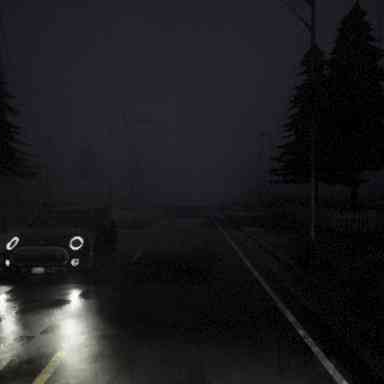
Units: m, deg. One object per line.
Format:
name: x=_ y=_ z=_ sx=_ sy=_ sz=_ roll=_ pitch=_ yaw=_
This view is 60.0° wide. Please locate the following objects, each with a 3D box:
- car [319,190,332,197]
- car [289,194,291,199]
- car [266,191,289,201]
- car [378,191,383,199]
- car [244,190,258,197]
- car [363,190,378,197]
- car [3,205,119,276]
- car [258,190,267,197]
car: x=28.457 y=0.386 z=71.022 sx=1.845 sy=1.501 sz=3.633 roll=0 pitch=1 yaw=0
car: x=16.459 y=0.623 z=60.039 sx=1.970 sy=1.475 sz=3.806 roll=0 pitch=1 yaw=0
car: x=13.474 y=0.710 z=52.620 sx=1.845 sy=1.501 sz=3.633 roll=0 pitch=1 yaw=0
car: x=32.057 y=0.366 z=52.469 sx=1.932 sy=1.855 sz=4.605 roll=0 pitch=1 yaw=0
car: x=13.478 y=0.373 z=78.652 sx=2.007 sy=1.523 sz=4.514 roll=0 pitch=1 yaw=0
car: x=38.450 y=0.328 z=70.974 sx=2.007 sy=1.523 sz=4.514 roll=0 pitch=1 yaw=0
car: x=-3.672 y=1.247 z=10.133 sx=2.097 sy=1.767 sz=4.553 roll=0 pitch=1 yaw=0
car: x=16.615 y=0.352 z=78.703 sx=2.152 sy=1.636 sz=5.027 roll=0 pitch=1 yaw=0
